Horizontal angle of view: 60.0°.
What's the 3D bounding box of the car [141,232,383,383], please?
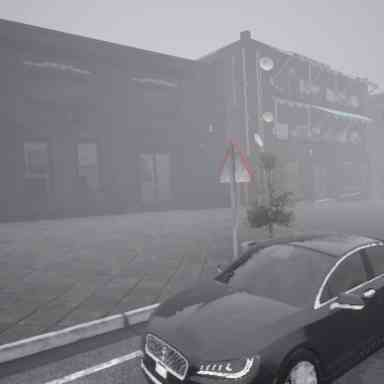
[{"bbox_3d":[1.636,1.412,4.690,4.892,1.490,1.837,-2,1,-37],"label":"car"}]
